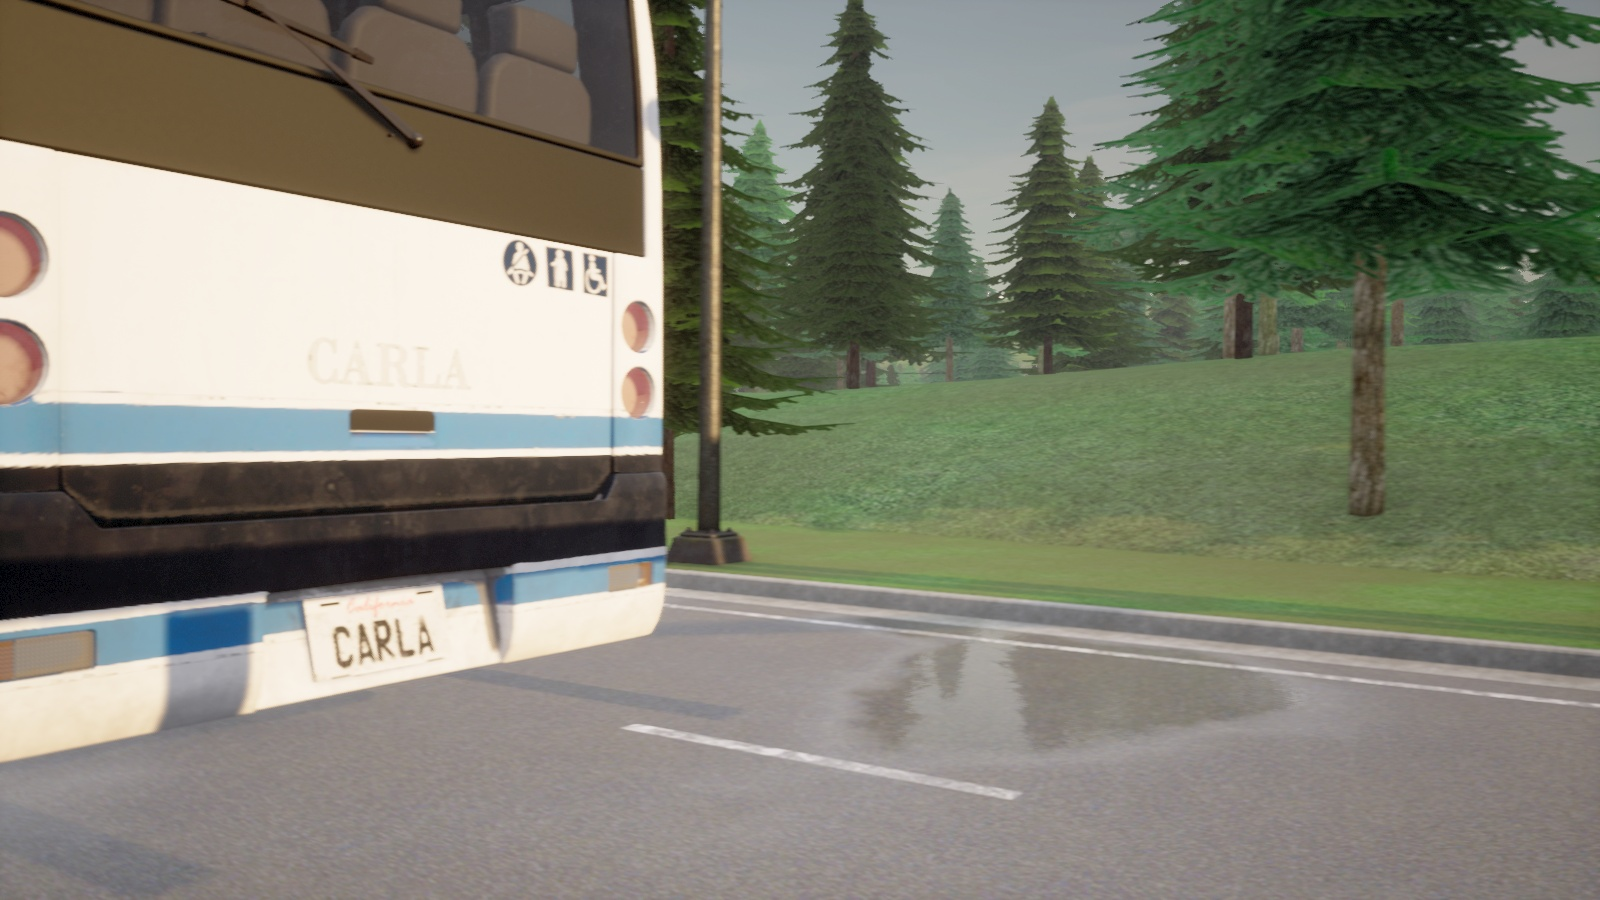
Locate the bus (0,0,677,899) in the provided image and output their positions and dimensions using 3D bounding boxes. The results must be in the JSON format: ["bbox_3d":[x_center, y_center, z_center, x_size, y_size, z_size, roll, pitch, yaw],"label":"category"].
[{"bbox_3d":[-6.020,-0.694,7.596,10.273,4.253,3.944,0,1,34],"label":"bus"}]
